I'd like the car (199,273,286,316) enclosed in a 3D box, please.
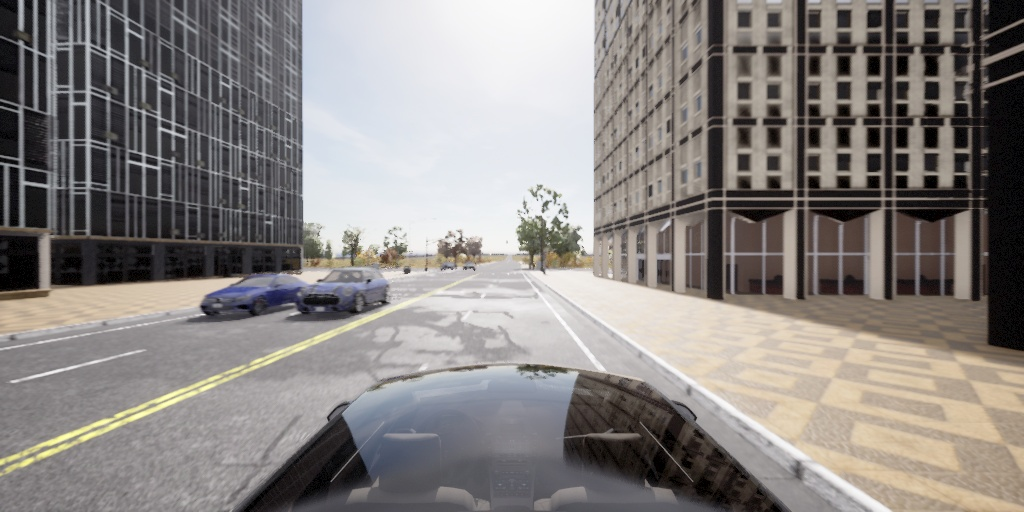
[{"bbox_3d":[-9.848,1.438,14.320,1.812,1.442,4.674,0,-1,0],"label":"car"}]

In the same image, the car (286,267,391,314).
[{"bbox_3d":[-6.597,1.268,14.571,2.097,1.767,4.553,0,-1,0],"label":"car"}]

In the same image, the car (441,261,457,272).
[{"bbox_3d":[-9.741,1.546,55.444,1.882,1.535,5.008,0,-1,0],"label":"car"}]

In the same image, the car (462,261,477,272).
[{"bbox_3d":[-6.491,1.546,55.444,1.882,1.535,5.008,0,-1,0],"label":"car"}]
